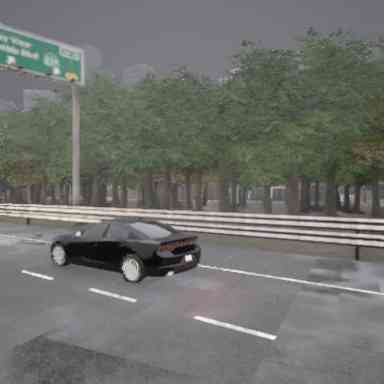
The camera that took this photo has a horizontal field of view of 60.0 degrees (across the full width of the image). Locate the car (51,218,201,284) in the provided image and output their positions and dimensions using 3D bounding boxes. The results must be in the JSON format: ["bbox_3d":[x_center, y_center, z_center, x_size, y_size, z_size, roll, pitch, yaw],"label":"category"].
[{"bbox_3d":[-2.099,1.496,9.671,5.008,1.535,1.882,0,0,36],"label":"car"}]
